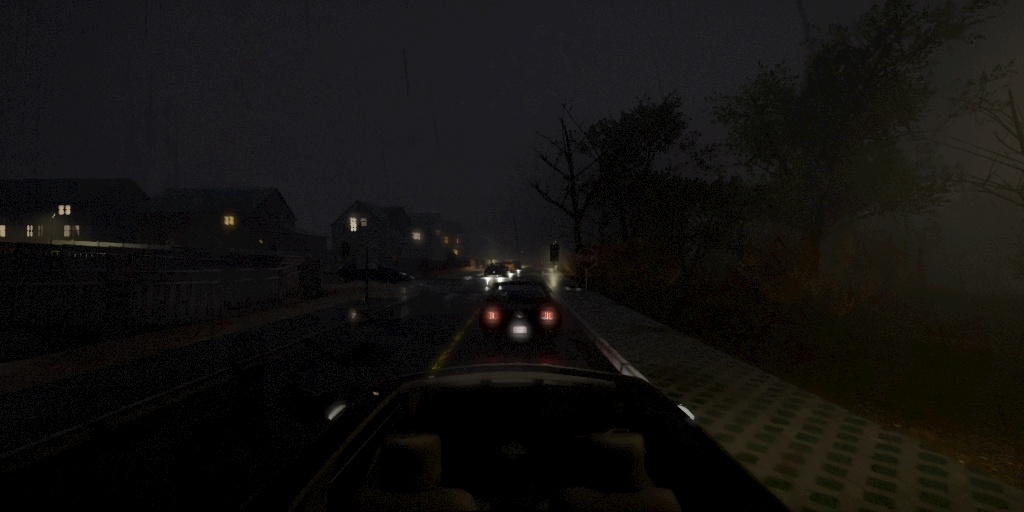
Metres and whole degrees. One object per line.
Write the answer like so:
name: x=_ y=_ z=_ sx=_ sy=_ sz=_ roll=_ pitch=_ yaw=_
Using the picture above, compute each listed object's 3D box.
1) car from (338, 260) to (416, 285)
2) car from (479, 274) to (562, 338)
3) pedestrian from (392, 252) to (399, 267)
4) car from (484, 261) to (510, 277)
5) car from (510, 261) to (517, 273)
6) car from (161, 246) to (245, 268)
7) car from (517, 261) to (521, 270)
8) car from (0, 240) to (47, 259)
car: x=-8.272 y=0.938 z=22.007 sx=4.674 sy=1.442 sz=1.812 roll=3 pitch=0 yaw=8
car: x=0.215 y=1.357 z=10.192 sx=1.895 sy=1.301 sz=4.718 roll=0 pitch=0 yaw=1
pedestrian: x=-9.173 y=0.552 z=28.297 sx=0.375 sy=1.860 sz=0.375 roll=0 pitch=-3 yaw=1
car: x=-1.601 y=1.375 z=36.239 sx=1.994 sy=1.385 sz=4.181 roll=0 pitch=0 yaw=3
car: x=-0.784 y=1.340 z=46.332 sx=1.882 sy=1.535 sz=5.008 roll=0 pitch=0 yaw=6
car: x=-19.440 y=0.238 z=22.644 sx=4.553 sy=1.767 sz=2.097 roll=3 pitch=0 yaw=1
car: x=0.442 y=1.476 z=58.248 sx=1.812 sy=1.442 sz=4.674 roll=0 pitch=0 yaw=6
car: x=-32.921 y=-0.276 z=22.924 sx=5.008 sy=1.535 sz=1.882 roll=3 pitch=0 yaw=1
